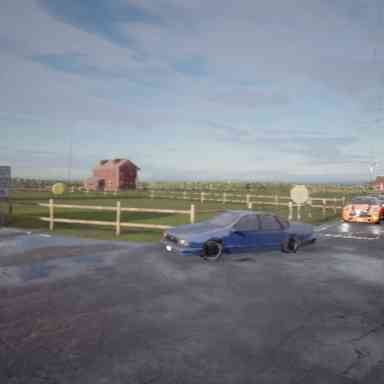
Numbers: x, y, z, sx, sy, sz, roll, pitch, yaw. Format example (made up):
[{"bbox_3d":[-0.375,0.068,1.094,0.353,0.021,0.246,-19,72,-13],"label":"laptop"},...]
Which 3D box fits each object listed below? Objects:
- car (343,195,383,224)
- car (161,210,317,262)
[{"bbox_3d":[11.635,1.099,22.404,2.097,1.767,4.553,1,1,34],"label":"car"},{"bbox_3d":[1.718,1.350,11.213,5.357,1.411,2.033,1,2,-26],"label":"car"}]
